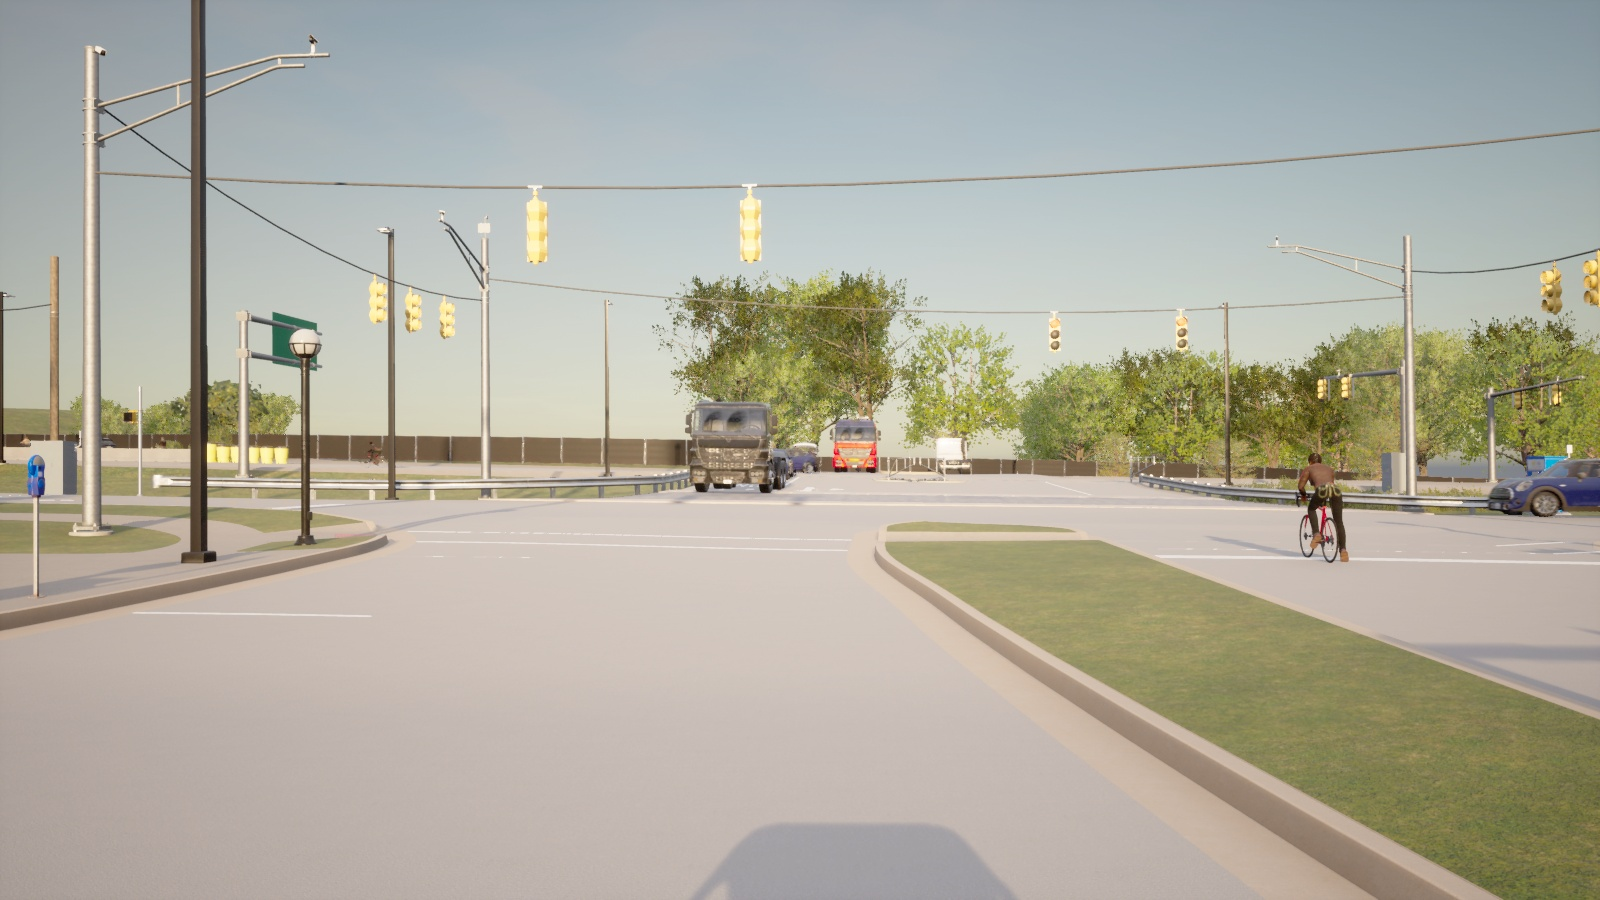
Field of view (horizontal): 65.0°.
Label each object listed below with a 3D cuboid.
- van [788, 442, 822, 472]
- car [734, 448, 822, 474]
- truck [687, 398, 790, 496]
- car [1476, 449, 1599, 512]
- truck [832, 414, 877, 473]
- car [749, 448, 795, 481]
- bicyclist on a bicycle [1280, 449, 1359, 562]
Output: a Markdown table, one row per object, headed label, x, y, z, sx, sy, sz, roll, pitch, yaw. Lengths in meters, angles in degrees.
| label | x | y | z | sx | sy | sz | roll | pitch | yaw |
| --- | --- | --- | --- | --- | --- | --- | --- | --- | --- |
| van | 0.368 | 0.515 | 86.945 | 2.069 | 2.038 | 4.480 | 0 | -1 | 4 |
| car | -1.262 | 0.644 | 73.610 | 4.792 | 1.488 | 2.163 | 1 | -1 | -39 |
| truck | -2.239 | -0.133 | 48.801 | 2.891 | 3.462 | 7.936 | 0 | 0 | 5 |
| car | 22.278 | 0.871 | 36.064 | 4.553 | 1.767 | 2.097 | 0 | -1 | 4 |
| truck | 3.811 | -0.380 | 86.106 | 2.891 | 3.827 | 8.468 | 0 | 0 | 4 |
| car | -1.331 | 0.681 | 61.206 | 1.812 | 1.442 | 4.674 | 0 | 1 | 4 |
| bicyclist on a bicycle | 7.829 | 0.809 | 18.989 | 0.582 | 1.620 | 1.656 | 0 | 0 | 4 |
